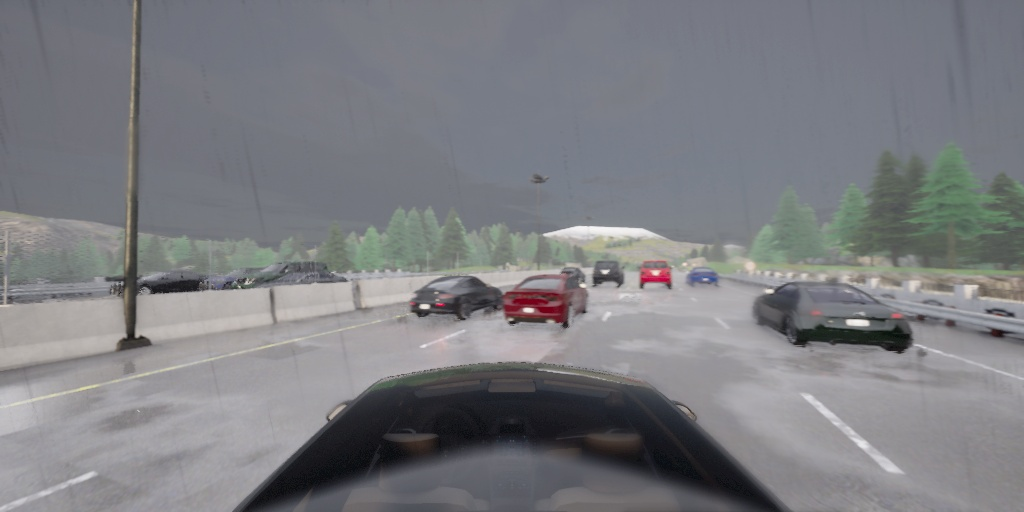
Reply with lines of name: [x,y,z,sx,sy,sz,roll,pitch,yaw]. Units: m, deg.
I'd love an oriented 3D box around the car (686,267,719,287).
car: [15.168,1.638,28.724,1.882,1.535,5.008,-1,-2,21]

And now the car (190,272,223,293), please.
car: [-17.172,1.541,23.036,2.097,1.767,4.553,-1,-1,21]

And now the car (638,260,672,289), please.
car: [10.735,1.352,26.918,2.150,2.045,5.566,-1,-1,21]

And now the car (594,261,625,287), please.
car: [7.968,1.427,29.495,2.150,2.045,5.566,-1,-2,21]

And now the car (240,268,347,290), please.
car: [-11.142,1.573,19.198,2.128,1.511,4.902,-1,-1,21]

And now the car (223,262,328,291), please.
car: [-13.815,1.369,22.024,2.150,2.045,5.566,-1,-1,21]

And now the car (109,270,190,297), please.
car: [-21.235,1.680,22.196,1.882,1.535,5.008,-1,-1,21]

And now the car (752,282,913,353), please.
car: [7.708,1.345,9.126,1.994,1.385,4.181,-1,-1,21]

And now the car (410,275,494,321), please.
car: [-1.907,1.445,13.383,1.812,1.442,4.674,-1,-1,21]

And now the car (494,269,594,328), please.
car: [1.333,1.353,12.054,1.882,1.535,5.008,-1,-1,21]
